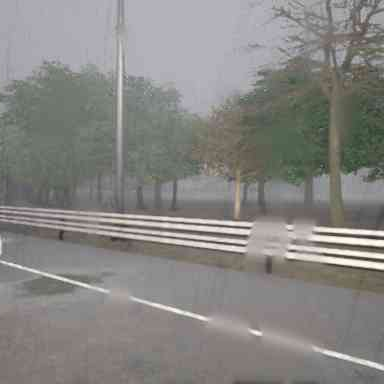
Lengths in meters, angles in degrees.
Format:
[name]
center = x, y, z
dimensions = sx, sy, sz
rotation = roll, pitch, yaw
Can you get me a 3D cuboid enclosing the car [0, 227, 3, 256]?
[car]
center = -7.694, 1.170, 9.764
dimensions = 5.566, 2.045, 2.150
rotation = 0, 0, 37
